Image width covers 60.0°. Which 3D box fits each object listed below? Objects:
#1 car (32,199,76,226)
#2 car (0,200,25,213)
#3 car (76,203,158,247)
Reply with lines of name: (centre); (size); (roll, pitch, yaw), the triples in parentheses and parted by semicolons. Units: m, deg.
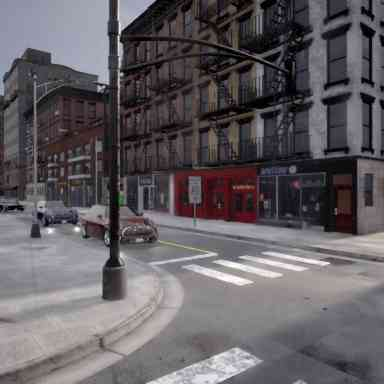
car: (-9.528, 1.318, 23.039); (2.097, 1.767, 4.553); (0, 0, -37)
car: (-19.440, 1.538, 35.913); (1.895, 1.301, 4.718); (0, 0, -37)
car: (-3.392, 1.335, 15.104); (2.097, 1.767, 4.553); (0, 0, -35)
